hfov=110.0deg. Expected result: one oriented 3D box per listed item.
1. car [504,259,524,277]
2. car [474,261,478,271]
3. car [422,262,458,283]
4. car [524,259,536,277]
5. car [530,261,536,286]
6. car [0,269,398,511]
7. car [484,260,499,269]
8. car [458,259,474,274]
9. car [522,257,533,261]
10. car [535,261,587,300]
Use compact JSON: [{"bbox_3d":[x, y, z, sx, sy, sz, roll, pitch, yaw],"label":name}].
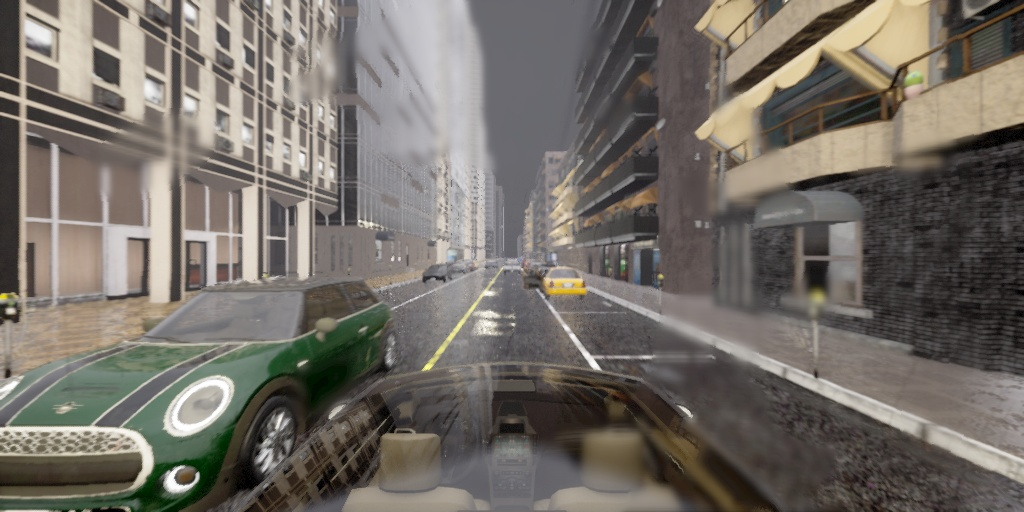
[{"bbox_3d":[0.044,1.319,40.377,1.895,1.301,4.718,0,0,1],"label":"car"},{"bbox_3d":[-5.695,1.156,44.930,1.967,1.591,4.097,0,0,0],"label":"car"},{"bbox_3d":[-5.693,1.291,27.984,1.948,1.339,4.313,0,0,0],"label":"car"},{"bbox_3d":[2.687,1.269,39.282,2.007,1.370,4.403,0,0,0],"label":"car"},{"bbox_3d":[2.689,1.292,27.985,1.948,1.339,4.313,0,0,0],"label":"car"},{"bbox_3d":[-3.099,1.099,4.540,2.097,1.767,4.553,0,0,0],"label":"car"},{"bbox_3d":[-3.023,1.277,54.291,1.994,1.385,4.181,0,0,1],"label":"car"},{"bbox_3d":[-5.694,1.269,39.281,2.007,1.370,4.403,0,0,0],"label":"car"},{"bbox_3d":[2.685,1.154,50.579,1.967,1.591,4.097,0,0,0],"label":"car"},{"bbox_3d":[2.350,1.191,17.588,1.801,1.575,5.366,0,0,0],"label":"car"}]
